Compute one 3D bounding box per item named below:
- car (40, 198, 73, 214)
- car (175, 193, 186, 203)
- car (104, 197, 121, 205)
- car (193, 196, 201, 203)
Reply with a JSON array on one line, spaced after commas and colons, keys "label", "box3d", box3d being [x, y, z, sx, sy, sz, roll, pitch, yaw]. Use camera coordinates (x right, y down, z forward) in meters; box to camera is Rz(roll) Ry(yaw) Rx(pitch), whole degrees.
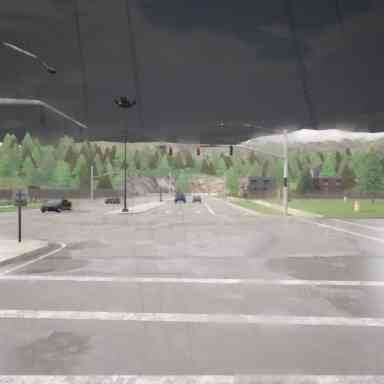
[{"label": "car", "box3d": [-14.649, 1.478, 36.214, 1.882, 1.535, 5.008, 0, 0, 1]}, {"label": "car", "box3d": [-2.469, 1.223, 70.442, 2.150, 2.045, 5.566, 0, 0, 1]}, {"label": "car", "box3d": [-14.244, 1.547, 59.927, 2.033, 1.411, 5.357, 0, 0, 1]}, {"label": "car", "box3d": [1.043, 1.546, 69.931, 2.033, 1.411, 5.357, 0, 0, 1]}]
